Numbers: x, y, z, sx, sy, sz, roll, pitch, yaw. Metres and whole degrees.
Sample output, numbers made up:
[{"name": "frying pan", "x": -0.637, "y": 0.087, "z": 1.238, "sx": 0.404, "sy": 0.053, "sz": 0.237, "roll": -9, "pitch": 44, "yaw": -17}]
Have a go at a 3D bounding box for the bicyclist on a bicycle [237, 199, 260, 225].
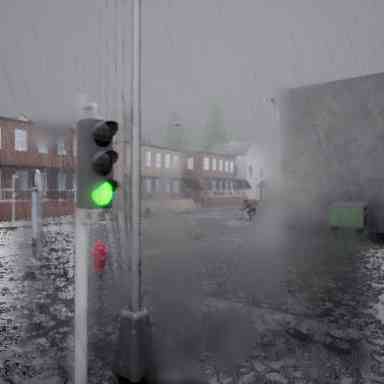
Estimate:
[{"name": "bicyclist on a bicycle", "x": 3.597, "y": 1.288, "z": 21.400, "sx": 1.656, "sy": 1.620, "sz": 0.582, "roll": 0, "pitch": 0, "yaw": 36}]
